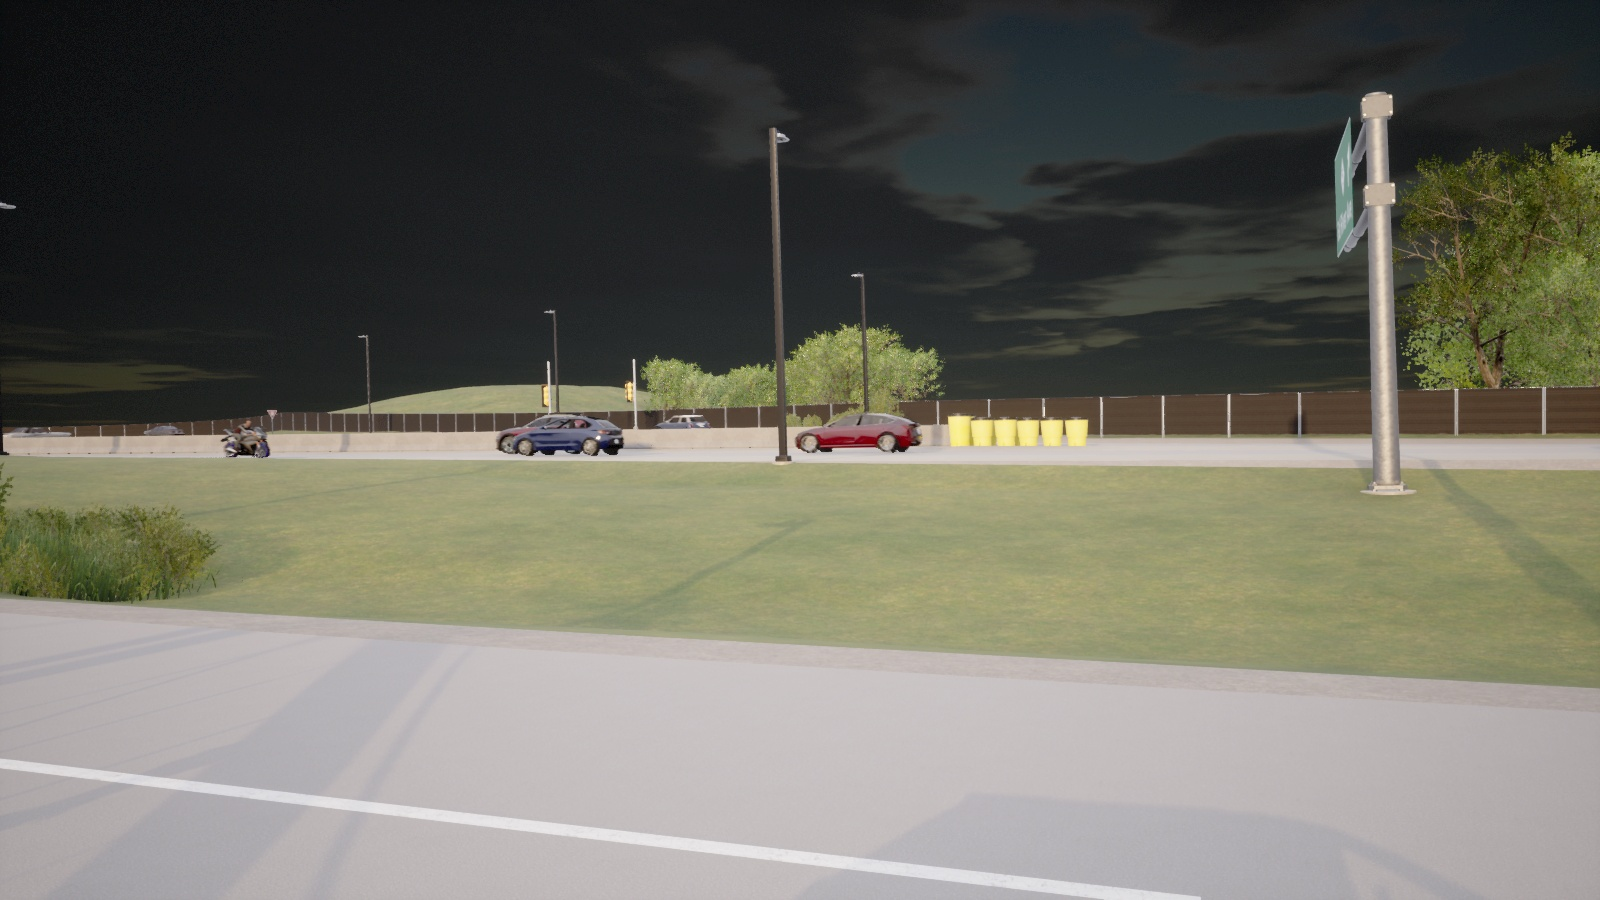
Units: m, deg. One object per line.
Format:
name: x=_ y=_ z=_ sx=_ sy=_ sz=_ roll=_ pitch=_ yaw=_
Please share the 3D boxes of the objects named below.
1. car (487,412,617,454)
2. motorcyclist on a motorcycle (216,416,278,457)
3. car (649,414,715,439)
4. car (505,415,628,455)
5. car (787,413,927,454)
car: x=-10.147 y=-0.704 z=51.422 sx=4.856 sy=1.649 sz=2.033 roll=0 pitch=1 yaw=20
motorcyclist on a motorcycle: x=-21.118 y=-0.524 z=47.964 sx=2.191 sy=1.530 sz=0.866 roll=0 pitch=1 yaw=20
car: x=-7.042 y=-1.410 z=74.631 sx=1.970 sy=1.475 sz=3.806 roll=-2 pitch=2 yaw=-43
car: x=-8.771 y=-0.567 z=47.199 sx=4.193 sy=1.474 sz=1.816 roll=0 pitch=1 yaw=20
car: x=2.139 y=-0.611 z=46.957 sx=4.792 sy=1.488 sz=2.163 roll=0 pitch=1 yaw=20
